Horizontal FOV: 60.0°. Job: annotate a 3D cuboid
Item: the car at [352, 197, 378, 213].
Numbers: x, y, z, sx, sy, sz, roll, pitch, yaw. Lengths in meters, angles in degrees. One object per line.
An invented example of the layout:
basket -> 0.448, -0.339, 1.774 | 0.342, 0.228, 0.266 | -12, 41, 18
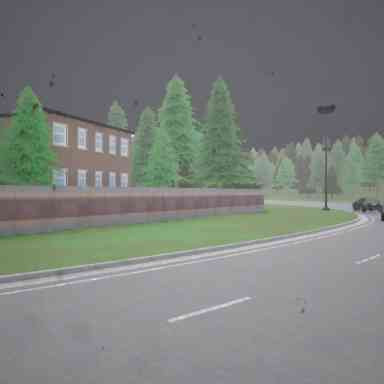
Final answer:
car -> 19.799, 1.361, 37.722 | 2.097, 1.767, 4.553 | 0, 0, 9

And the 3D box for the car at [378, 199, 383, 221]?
car -> 16.403, 1.362, 26.798 | 2.097, 1.767, 4.553 | 0, 0, 29
